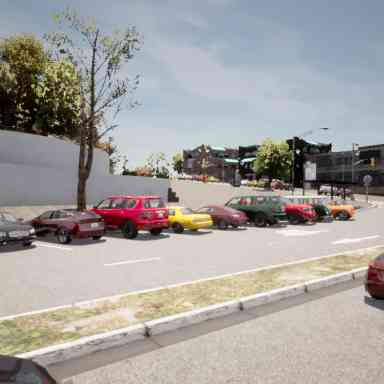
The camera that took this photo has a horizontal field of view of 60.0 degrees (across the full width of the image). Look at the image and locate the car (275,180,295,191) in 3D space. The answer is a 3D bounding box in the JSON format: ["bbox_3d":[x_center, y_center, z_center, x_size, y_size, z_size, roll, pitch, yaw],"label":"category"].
[{"bbox_3d":[19.097,-0.991,66.266,2.231,1.521,4.892,7,3,35],"label":"car"}]

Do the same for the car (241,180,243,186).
[{"bbox_3d":[12.204,-2.042,76.153,2.002,1.452,4.674,7,4,35],"label":"car"}]

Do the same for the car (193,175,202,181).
[{"bbox_3d":[3.508,-3.698,88.386,2.435,2.045,5.566,7,3,34],"label":"car"}]

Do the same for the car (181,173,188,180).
[{"bbox_3d":[-0.015,-4.084,93.323,2.185,1.767,4.553,4,1,33],"label":"car"}]

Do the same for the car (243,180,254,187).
[{"bbox_3d":[14.035,-1.811,73.832,1.946,1.575,5.366,7,3,35],"label":"car"}]

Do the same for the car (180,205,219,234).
[{"bbox_3d":[-1.398,1.503,19.409,5.366,1.575,1.946,-1,-1,35],"label":"car"}]

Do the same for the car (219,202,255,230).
[{"bbox_3d":[1.209,1.549,21.036,4.674,1.452,2.002,-1,-1,35],"label":"car"}]

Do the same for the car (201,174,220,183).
[{"bbox_3d":[5.359,-3.175,86.127,1.946,1.575,5.366,7,3,34],"label":"car"}]

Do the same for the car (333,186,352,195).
[{"bbox_3d":[25.996,0.137,56.406,2.002,1.452,4.674,7,3,35],"label":"car"}]

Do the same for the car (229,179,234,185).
[{"bbox_3d":[10.463,-2.316,78.615,2.002,1.452,4.674,7,3,35],"label":"car"}]

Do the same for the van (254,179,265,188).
[{"bbox_3d":[15.609,-1.763,71.100,1.878,1.987,4.442,7,4,35],"label":"van"}]

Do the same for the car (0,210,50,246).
[{"bbox_3d":[-8.584,1.493,14.092,4.892,1.521,2.231,-1,-1,35],"label":"car"}]

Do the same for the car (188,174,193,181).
[{"bbox_3d":[1.715,-3.849,90.853,2.185,1.767,4.553,6,3,34],"label":"car"}]

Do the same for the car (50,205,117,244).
[{"bbox_3d":[-6.163,1.524,15.838,4.792,1.488,2.163,-1,-1,35],"label":"car"}]

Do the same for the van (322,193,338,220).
[{"bbox_3d":[8.690,1.297,26.167,4.442,1.987,1.878,-1,-1,35],"label":"van"}]

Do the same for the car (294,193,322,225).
[{"bbox_3d":[6.151,1.267,24.498,5.566,2.045,2.435,-1,-1,35],"label":"car"}]

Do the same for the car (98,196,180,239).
[{"bbox_3d":[-3.718,1.248,17.582,5.566,2.045,2.435,-1,-1,35],"label":"car"}]

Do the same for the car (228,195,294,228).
[{"bbox_3d":[3.637,1.263,22.793,5.566,2.045,2.435,-1,-1,35],"label":"car"}]

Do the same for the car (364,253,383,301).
[{"bbox_3d":[5.588,1.574,7.121,4.181,1.385,1.994,0,0,-34],"label":"car"}]

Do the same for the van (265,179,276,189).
[{"bbox_3d":[17.337,-1.490,68.629,1.878,1.987,4.442,7,4,35],"label":"van"}]

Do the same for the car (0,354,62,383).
[{"bbox_3d":[-2.855,1.504,1.097,4.892,1.490,1.837,0,0,-35],"label":"car"}]

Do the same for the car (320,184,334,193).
[{"bbox_3d":[24.305,-0.425,58.879,2.435,2.045,5.566,7,3,35],"label":"car"}]

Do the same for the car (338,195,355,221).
[{"bbox_3d":[11.099,1.404,27.917,4.553,1.767,2.185,-1,-1,35],"label":"car"}]
